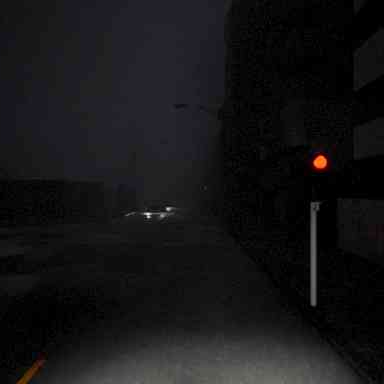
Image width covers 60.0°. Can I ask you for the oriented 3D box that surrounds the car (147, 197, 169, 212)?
[{"bbox_3d":[-4.148,1.478,39.554,1.882,1.535,5.008,0,0,0],"label":"car"}]

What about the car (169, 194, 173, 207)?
[{"bbox_3d":[-4.127,1.505,49.932,1.837,1.490,4.892,0,0,1],"label":"car"}]
